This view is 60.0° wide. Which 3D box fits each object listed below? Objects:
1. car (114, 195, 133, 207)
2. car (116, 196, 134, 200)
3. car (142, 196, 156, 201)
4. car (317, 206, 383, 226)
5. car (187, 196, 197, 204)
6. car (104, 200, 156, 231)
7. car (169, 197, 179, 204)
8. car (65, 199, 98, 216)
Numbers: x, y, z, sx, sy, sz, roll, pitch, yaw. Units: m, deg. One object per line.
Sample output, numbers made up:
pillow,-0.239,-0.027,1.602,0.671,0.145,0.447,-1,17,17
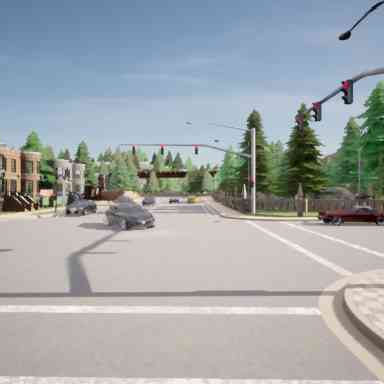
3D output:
car,-10.581,1.351,51.712,2.097,1.767,4.553,0,0,0
car,-7.119,1.352,34.945,2.097,1.767,4.553,0,0,0
car,-7.053,1.507,54.626,1.837,1.490,4.892,0,0,0
car,11.171,1.601,22.914,4.718,1.301,1.895,0,0,2
car,0.051,1.477,64.944,1.882,1.535,5.008,0,0,0
car,-4.084,1.505,21.093,1.837,1.490,4.892,-2,1,-33
car,-3.450,1.600,65.232,1.895,1.301,4.718,0,0,0
car,-10.665,1.491,32.366,2.128,1.511,4.902,0,0,1
